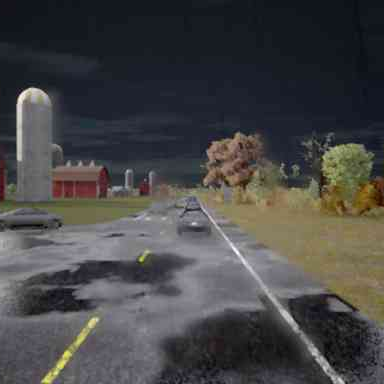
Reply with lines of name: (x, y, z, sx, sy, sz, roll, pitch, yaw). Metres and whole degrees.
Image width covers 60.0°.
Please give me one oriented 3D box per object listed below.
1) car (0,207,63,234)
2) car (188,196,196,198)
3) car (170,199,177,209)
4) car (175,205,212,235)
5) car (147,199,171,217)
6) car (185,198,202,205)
car: (-9.765, 1.579, 19.403, 4.181, 1.385, 1.994, 2, 0, -32)
car: (0.087, 1.860, 75.396, 2.150, 2.045, 5.566, 0, 0, 0)
car: (-3.483, 1.961, 55.412, 2.128, 1.511, 4.902, 0, -1, 1)
car: (0.131, 1.733, 20.160, 1.994, 1.385, 4.181, 0, -1, 0)
car: (-3.555, 1.804, 35.022, 1.837, 1.490, 4.892, 0, -1, 0)
car: (0.148, 1.837, 40.648, 2.128, 1.511, 4.902, 0, 0, 0)
